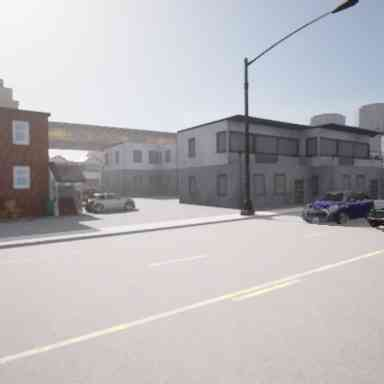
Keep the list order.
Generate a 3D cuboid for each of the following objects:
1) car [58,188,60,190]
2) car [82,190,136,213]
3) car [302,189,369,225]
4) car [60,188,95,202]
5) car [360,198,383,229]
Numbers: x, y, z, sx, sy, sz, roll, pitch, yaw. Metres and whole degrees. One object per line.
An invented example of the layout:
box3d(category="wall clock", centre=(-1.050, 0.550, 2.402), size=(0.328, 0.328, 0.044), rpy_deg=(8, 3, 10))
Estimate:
box3d(category="car", centre=(-14.515, 0.320, 39.144), size=(3.988, 1.617, 1.851), rpy_deg=(-3, 1, -36))
box3d(category="car", centre=(-6.541, 0.836, 26.897), size=(3.806, 1.475, 1.970), rpy_deg=(-3, 2, -36))
box3d(category="car", centre=(8.213, 0.746, 18.549), size=(4.553, 1.767, 2.097), rpy_deg=(-3, 2, -36))
box3d(category="car", centre=(-10.419, 0.454, 34.086), size=(5.027, 1.636, 2.152), rpy_deg=(-1, 1, -36))
box3d(category="car", centre=(10.228, 0.995, 15.688), size=(4.718, 1.301, 1.895), rpy_deg=(-3, 2, -35))
